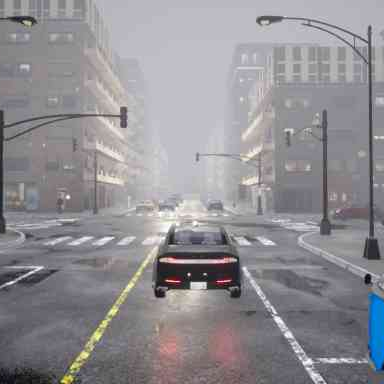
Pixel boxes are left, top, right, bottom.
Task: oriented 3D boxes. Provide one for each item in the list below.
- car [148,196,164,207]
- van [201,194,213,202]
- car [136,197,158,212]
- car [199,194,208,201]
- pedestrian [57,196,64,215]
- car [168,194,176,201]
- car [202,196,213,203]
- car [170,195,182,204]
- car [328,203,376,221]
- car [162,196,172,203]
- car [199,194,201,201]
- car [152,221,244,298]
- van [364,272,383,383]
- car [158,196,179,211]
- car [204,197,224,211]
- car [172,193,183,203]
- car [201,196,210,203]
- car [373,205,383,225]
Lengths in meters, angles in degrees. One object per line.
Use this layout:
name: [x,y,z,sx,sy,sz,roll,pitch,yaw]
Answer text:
car: [-5.550,1.460,51.252,1.967,1.590,4.097,1,0,0]
van: [2.846,1.364,56.873,1.690,1.788,3.998,1,0,0]
car: [-5.579,1.541,39.796,1.752,1.417,4.829,1,0,0]
car: [2.916,1.354,85.086,2.192,1.841,5.009,1,0,0]
pedestrian: [-12.462,1.218,31.425,0.375,1.860,0.375,0,-1,1]
car: [-5.453,1.483,90.750,1.967,1.590,4.097,1,0,0]
car: [2.815,1.568,45.588,2.008,1.369,4.403,1,0,0]
car: [-2.969,1.546,50.847,1.812,1.442,4.674,0,0,0]
car: [13.711,1.609,28.104,4.097,1.590,1.967,0,-1,1]
car: [-5.496,1.577,73.822,1.887,1.381,4.507,1,0,0]
car: [2.871,1.555,68.328,1.752,1.417,4.829,1,0,0]
car: [0.122,1.494,8.488,2.128,1.511,4.902,0,0,0]
van: [2.679,1.342,1.999,1.690,1.788,3.998,1,0,0]
car: [-3.001,1.563,40.944,2.033,1.411,5.357,0,0,0]
car: [2.801,1.581,39.946,1.947,1.339,4.313,1,0,0]
car: [-2.892,1.250,64.078,2.150,2.045,5.566,0,0,1]
car: [2.883,1.614,73.801,1.802,1.307,4.206,1,0,0]
car: [13.587,1.583,19.723,4.313,1.339,1.947,0,-1,1]
